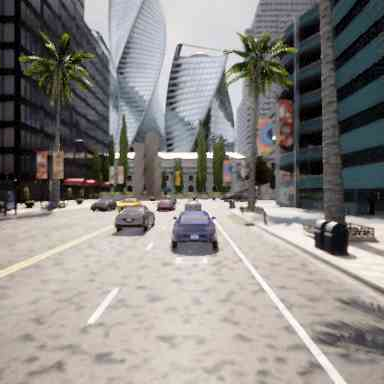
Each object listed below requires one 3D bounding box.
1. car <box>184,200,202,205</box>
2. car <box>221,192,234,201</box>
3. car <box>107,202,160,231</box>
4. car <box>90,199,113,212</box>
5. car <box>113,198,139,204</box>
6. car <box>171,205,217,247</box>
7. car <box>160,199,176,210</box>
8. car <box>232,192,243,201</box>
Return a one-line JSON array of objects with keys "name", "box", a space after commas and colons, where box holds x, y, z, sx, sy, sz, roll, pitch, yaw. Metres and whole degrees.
[{"name": "car", "box": [0.125, 1.563, 35.435, 2.033, 1.411, 5.357, 0, 0, 0]}, {"name": "car", "box": [9.169, 1.073, 75.463, 5.566, 2.045, 2.150, 0, 0, -35]}, {"name": "car", "box": [-3.397, 1.556, 20.492, 2.033, 1.411, 5.357, 0, 0, 0]}, {"name": "car", "box": [-10.366, 1.565, 39.416, 2.033, 1.411, 5.357, 0, 0, 3]}, {"name": "car", "box": [-6.903, 1.494, 36.990, 1.882, 1.535, 5.008, 0, 0, 2]}, {"name": "car", "box": [0.102, 1.532, 14.881, 1.812, 1.442, 4.674, 0, 0, 0]}, {"name": "car", "box": [-3.069, 1.582, 41.201, 1.994, 1.385, 4.181, 0, 0, 4]}, {"name": "car", "box": [11.701, 1.315, 72.952, 4.718, 1.301, 1.895, 0, 0, -35]}]
